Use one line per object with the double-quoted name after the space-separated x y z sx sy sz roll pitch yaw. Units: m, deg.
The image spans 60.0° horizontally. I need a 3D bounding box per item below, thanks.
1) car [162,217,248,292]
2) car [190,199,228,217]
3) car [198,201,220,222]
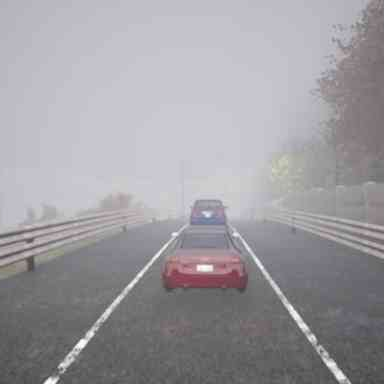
0.366 1.613 9.136 1.994 1.385 4.181 0 0 3 "car"
1.080 1.454 20.829 2.150 2.045 5.566 0 -2 5 "car"
1.816 2.008 34.820 2.150 2.045 5.566 0 -3 4 "car"
